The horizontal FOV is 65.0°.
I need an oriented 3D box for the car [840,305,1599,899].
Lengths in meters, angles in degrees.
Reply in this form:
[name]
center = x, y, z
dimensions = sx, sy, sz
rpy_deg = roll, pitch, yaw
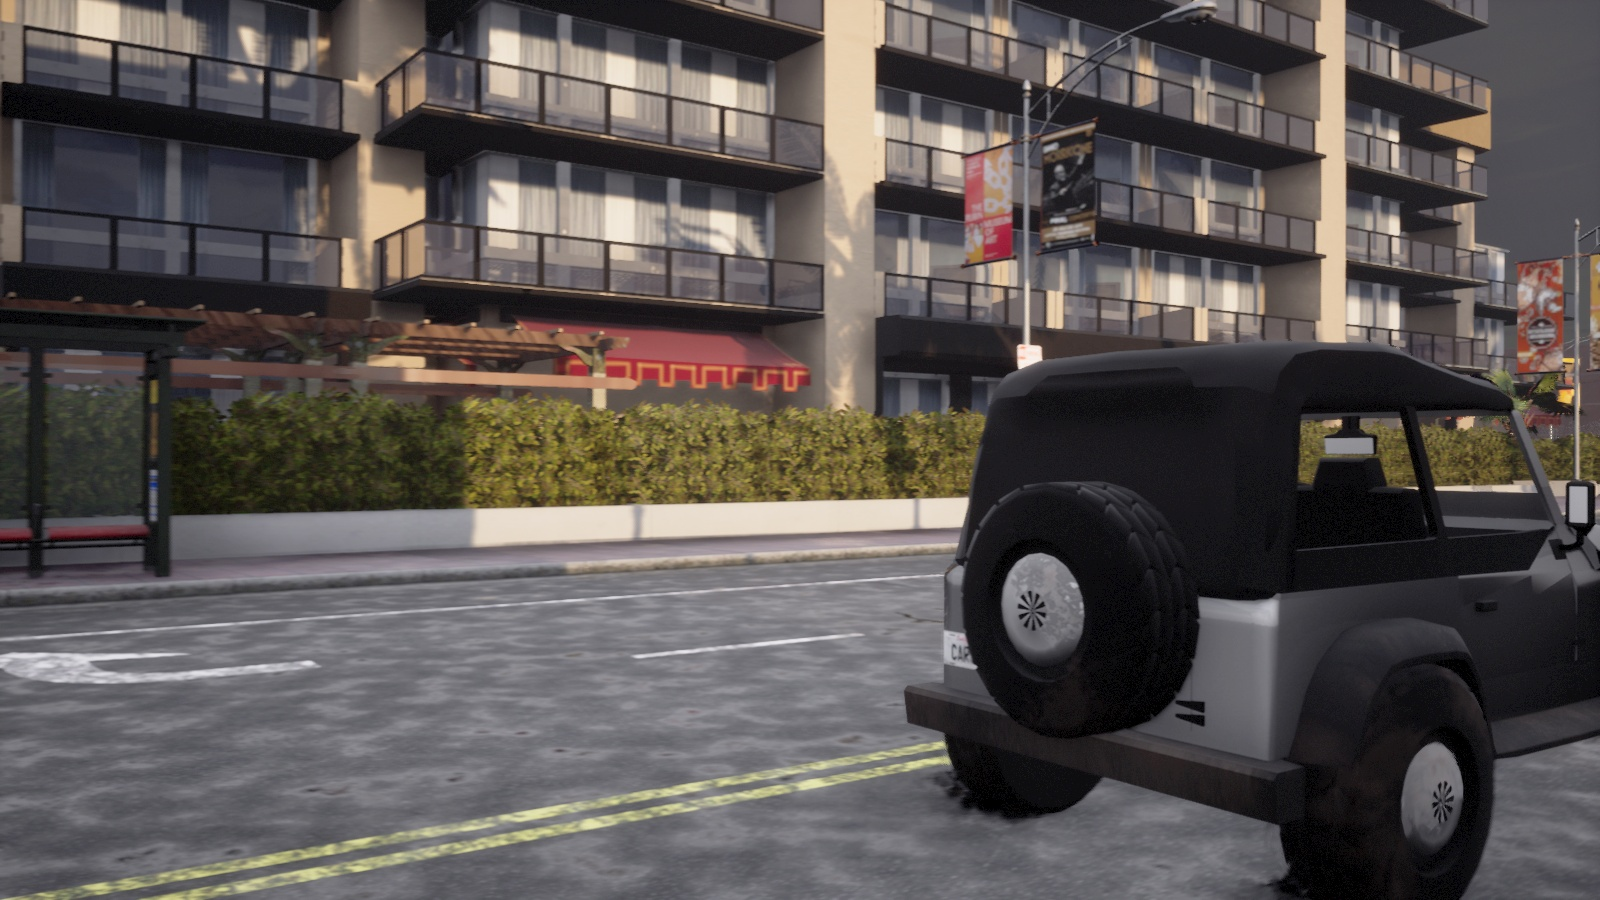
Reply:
[car]
center = 2.288, 0.557, 5.252
dimensions = 3.866, 1.878, 1.905
rpy_deg = 0, 0, -35
